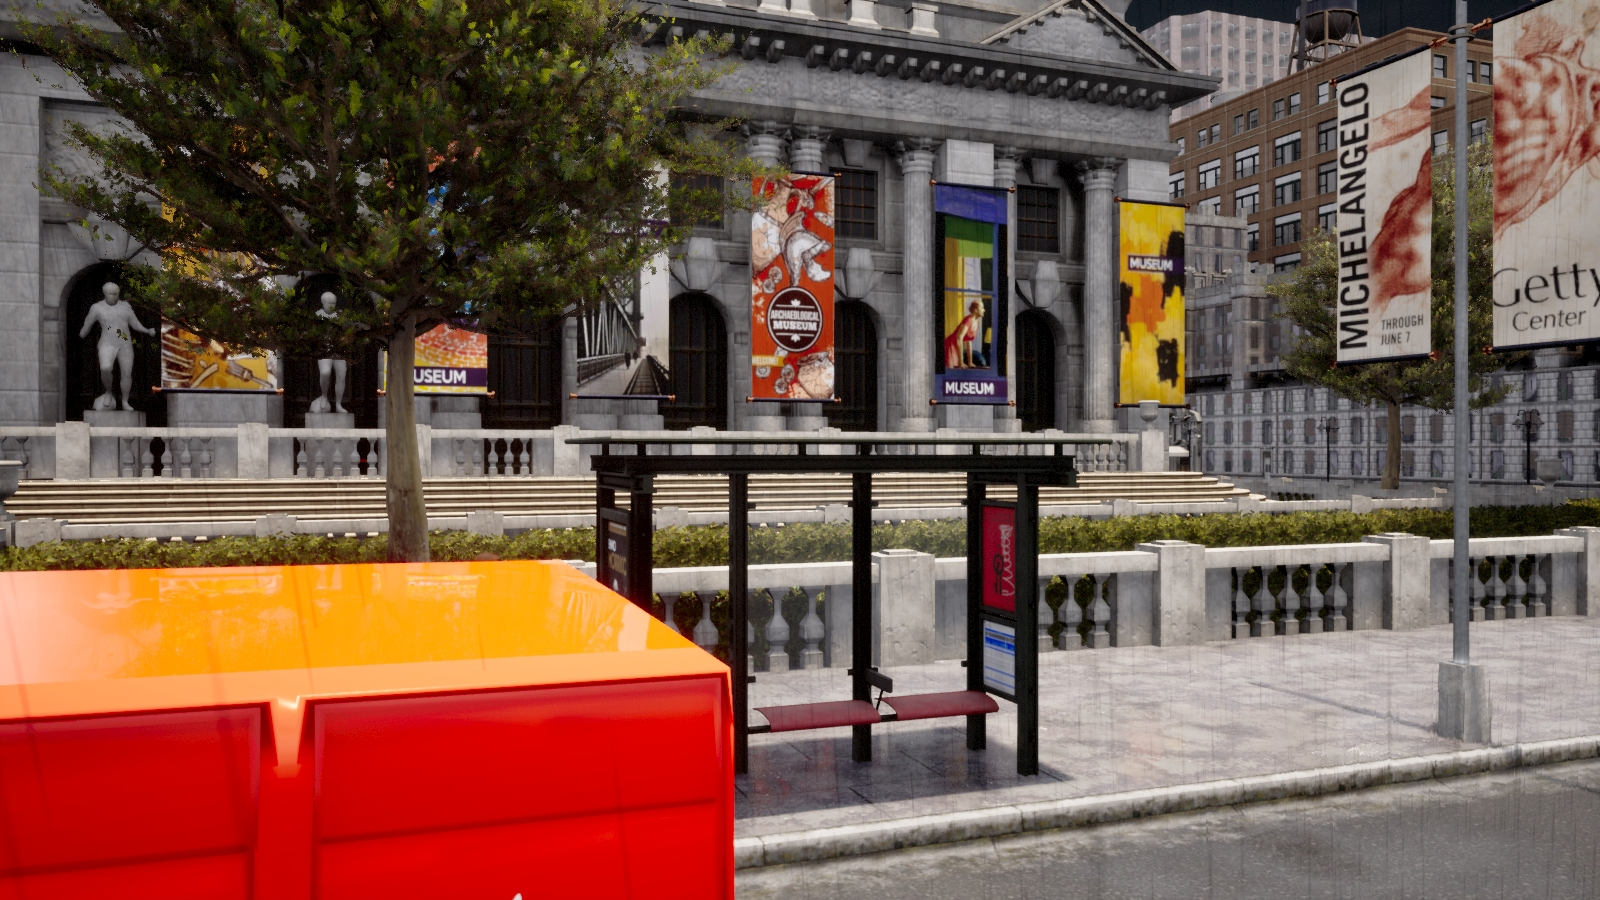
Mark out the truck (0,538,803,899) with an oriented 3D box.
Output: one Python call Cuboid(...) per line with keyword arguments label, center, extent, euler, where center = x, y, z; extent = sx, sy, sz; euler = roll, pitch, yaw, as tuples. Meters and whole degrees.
Cuboid(label="truck", center=(-2.888, 1.568, 2.235), extent=(5.204, 2.467, 2.627), euler=(0, 0, -20))
